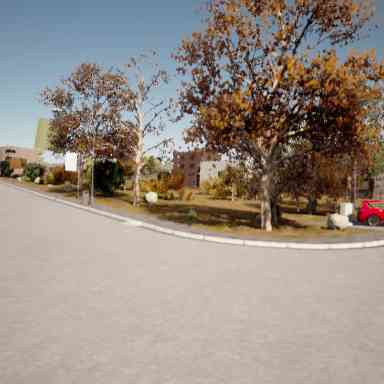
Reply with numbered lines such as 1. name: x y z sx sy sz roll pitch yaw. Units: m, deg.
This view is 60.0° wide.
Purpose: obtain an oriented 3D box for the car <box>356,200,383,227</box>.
1. car: 15.629 1.665 25.355 5.566 2.045 2.435 -1 -2 32
